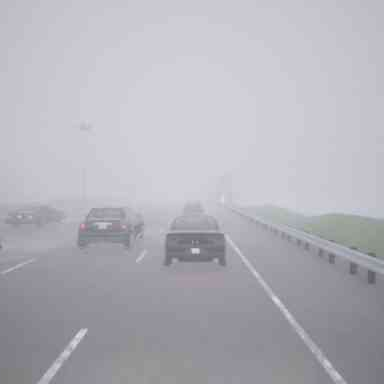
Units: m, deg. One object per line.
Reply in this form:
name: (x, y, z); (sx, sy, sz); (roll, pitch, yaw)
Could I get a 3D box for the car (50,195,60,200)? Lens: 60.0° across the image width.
car: (-28.008, 1.442, 69.690); (1.882, 1.535, 5.008); (0, 0, 0)

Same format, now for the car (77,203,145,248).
car: (-3.402, 1.345, 14.794); (2.097, 1.767, 4.553); (0, 0, 0)

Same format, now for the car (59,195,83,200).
car: (-21.014, 1.467, 58.495); (1.837, 1.490, 4.892); (0, 2, 0)

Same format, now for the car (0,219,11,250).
car: (-6.900, 1.596, 8.411); (1.895, 1.301, 4.718); (0, 0, 0)

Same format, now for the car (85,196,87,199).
car: (-24.495, 1.487, 73.451); (1.812, 1.442, 4.674); (0, 0, 0)

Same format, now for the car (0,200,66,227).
car: (-10.403, 1.536, 22.545); (2.033, 1.411, 5.357); (0, 0, 0)

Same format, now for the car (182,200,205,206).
car: (0.097, 1.477, 29.917); (2.128, 1.511, 4.902); (0, 0, 0)

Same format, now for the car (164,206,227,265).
car: (0.098, 1.472, 11.691); (1.882, 1.535, 5.008); (0, 0, 0)

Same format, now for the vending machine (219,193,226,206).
vending machine: (4.992, 1.170, 54.094); (1.100, 2.100, 0.880); (0, 0, 0)

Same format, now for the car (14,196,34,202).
car: (-31.509, 1.469, 62.647); (1.837, 1.490, 4.892); (0, 0, 0)
